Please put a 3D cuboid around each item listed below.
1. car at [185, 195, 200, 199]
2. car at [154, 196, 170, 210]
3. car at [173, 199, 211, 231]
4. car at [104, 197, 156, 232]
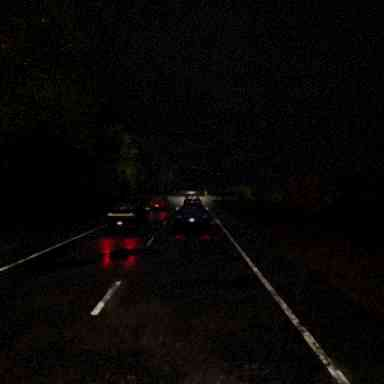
[{"bbox_3d":[0.062,1.091,34.121,2.128,1.511,4.902,0,1,0],"label":"car"},{"bbox_3d":[-3.430,1.111,35.094,1.812,1.442,4.674,0,1,0],"label":"car"},{"bbox_3d":[0.016,1.344,18.815,1.994,1.385,4.181,0,1,1],"label":"car"},{"bbox_3d":[-3.484,1.275,18.520,2.128,1.511,4.902,0,1,0],"label":"car"}]
